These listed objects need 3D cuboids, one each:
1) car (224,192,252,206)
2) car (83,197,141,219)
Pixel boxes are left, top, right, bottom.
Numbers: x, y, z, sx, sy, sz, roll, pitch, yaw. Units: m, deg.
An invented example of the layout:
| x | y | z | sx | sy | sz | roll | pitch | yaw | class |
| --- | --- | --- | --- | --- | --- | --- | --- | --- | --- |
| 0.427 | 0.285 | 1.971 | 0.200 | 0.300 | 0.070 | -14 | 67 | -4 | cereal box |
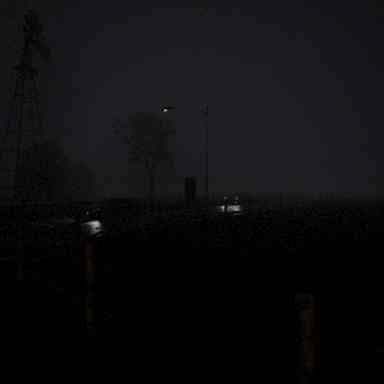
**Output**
| x | y | z | sx | sy | sz | roll | pitch | yaw | class |
| --- | --- | --- | --- | --- | --- | --- | --- | --- | --- |
| 5.923 | 0.768 | 42.818 | 2.097 | 1.767 | 4.553 | 1 | 2 | 35 | car |
| -6.123 | 1.193 | 25.822 | 1.837 | 1.490 | 4.892 | 1 | 2 | 35 | car |
